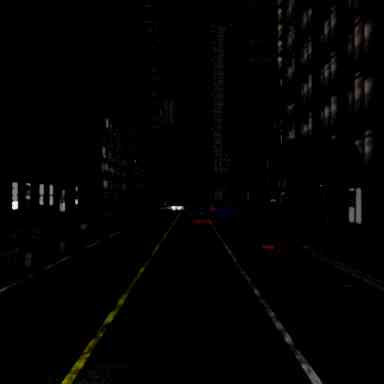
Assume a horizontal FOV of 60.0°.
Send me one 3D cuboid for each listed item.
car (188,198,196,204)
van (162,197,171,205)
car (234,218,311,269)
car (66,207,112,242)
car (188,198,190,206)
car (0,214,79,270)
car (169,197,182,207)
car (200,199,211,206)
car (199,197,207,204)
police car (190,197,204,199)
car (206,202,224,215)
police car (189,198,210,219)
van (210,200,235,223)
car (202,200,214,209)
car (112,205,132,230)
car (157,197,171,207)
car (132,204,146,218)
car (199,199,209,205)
[{"bbox_3d":[0.022,2.160,83.102,2.033,1.411,5.357,0,0,0],"label":"car"},{"bbox_3d":[-5.670,2.009,73.882,1.690,1.788,3.998,0,0,0],"label":"van"},{"bbox_3d":[2.693,1.695,11.260,1.802,1.307,4.206,0,-1,0],"label":"car"},{"bbox_3d":[-5.686,1.606,16.959,1.967,1.590,4.097,0,-1,0],"label":"car"},{"bbox_3d":[0.913,1.674,48.388,2.150,2.045,5.566,0,-1,0],"label":"car"},{"bbox_3d":[-5.688,1.664,11.264,2.008,1.369,4.403,0,-1,0],"label":"car"},{"bbox_3d":[-3.003,2.097,65.245,2.128,1.511,4.902,0,0,1],"label":"car"},{"bbox_3d":[2.709,2.173,68.182,2.008,1.369,4.403,0,0,0],"label":"car"},{"bbox_3d":[2.714,2.194,85.260,1.967,1.590,4.097,0,0,0],"label":"car"},{"bbox_3d":[0.911,1.821,42.466,1.930,1.638,5.238,0,-1,0],"label":"police car"},{"bbox_3d":[2.701,1.953,39.720,1.802,1.307,4.206,0,-1,0],"label":"car"},{"bbox_3d":[0.909,1.731,32.467,1.930,1.638,5.238,0,-1,0],"label":"police car"},{"bbox_3d":[2.698,1.610,28.339,1.690,1.788,3.998,0,-1,0],"label":"van"},{"bbox_3d":[2.706,2.107,56.797,1.802,1.307,4.206,0,-1,0],"label":"car"},{"bbox_3d":[-5.684,1.768,22.649,2.008,1.369,4.403,0,-1,0],"label":"car"},{"bbox_3d":[-5.673,2.126,62.495,2.008,1.369,4.403,0,-1,0],"label":"car"},{"bbox_3d":[-5.682,1.902,34.033,1.802,1.307,4.206,0,-1,0],"label":"car"},{"bbox_3d":[2.711,2.219,73.874,2.008,1.369,4.403,0,0,0],"label":"car"}]
